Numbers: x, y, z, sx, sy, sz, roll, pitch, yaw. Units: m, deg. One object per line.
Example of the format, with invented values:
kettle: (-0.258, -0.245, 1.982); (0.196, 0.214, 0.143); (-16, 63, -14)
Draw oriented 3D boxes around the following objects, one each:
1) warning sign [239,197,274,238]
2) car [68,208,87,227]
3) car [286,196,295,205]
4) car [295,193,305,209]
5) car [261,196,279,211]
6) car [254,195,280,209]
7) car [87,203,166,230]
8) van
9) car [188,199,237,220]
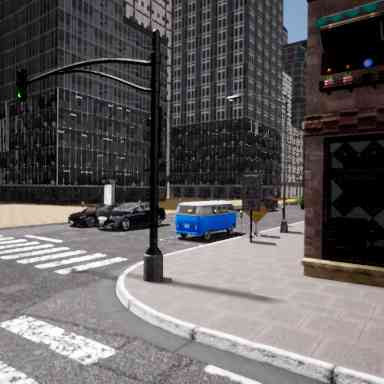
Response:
warning sign: (3.117, 1.176, 16.124); (1.300, 1.860, 1.060); (1, 1, 35)
car: (-5.996, 1.464, 21.879); (1.947, 1.339, 4.313); (1, 1, 35)
car: (16.353, 1.361, 53.299); (1.752, 1.417, 4.829); (1, 1, 35)
car: (15.418, 1.157, 42.093); (2.150, 2.045, 5.566); (1, 1, 36)
car: (7.754, 1.427, 36.731); (1.812, 1.442, 4.674); (1, 1, 36)
car: (10.038, 1.291, 44.419); (1.967, 1.590, 4.097); (1, 1, 35)
car: (-3.659, 1.429, 20.695); (2.128, 1.511, 4.902); (1, 1, 35)
van: (0.835, 1.367, 17.018); (1.690, 1.788, 3.998); (1, 1, 35)
car: (1.860, 1.424, 28.451); (1.837, 1.490, 4.892); (1, 1, 36)
